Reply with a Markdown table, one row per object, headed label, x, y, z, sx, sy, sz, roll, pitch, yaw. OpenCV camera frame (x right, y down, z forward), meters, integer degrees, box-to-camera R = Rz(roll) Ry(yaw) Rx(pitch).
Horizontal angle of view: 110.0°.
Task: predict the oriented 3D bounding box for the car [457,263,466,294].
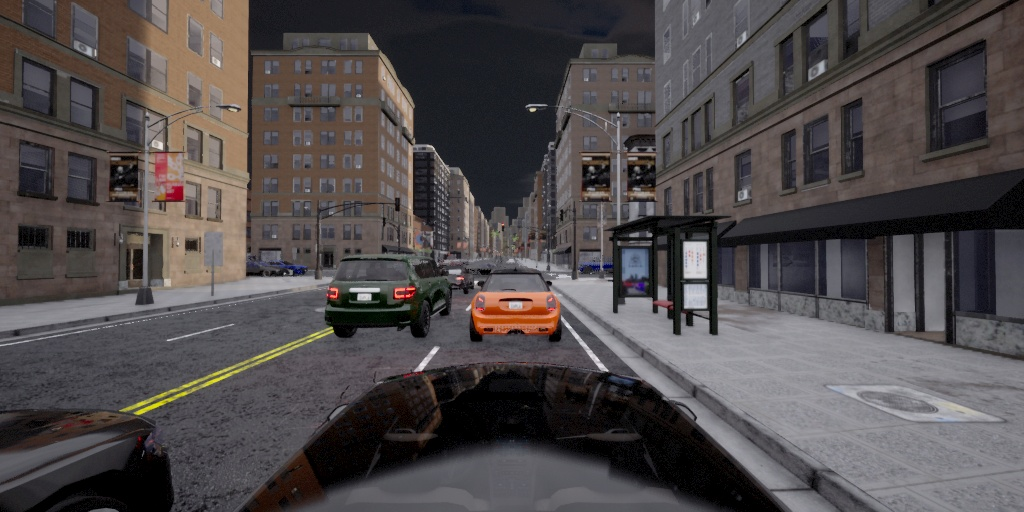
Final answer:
| label | x | y | z | sx | sy | sz | roll | pitch | yaw |
| --- | --- | --- | --- | --- | --- | --- | --- | --- | --- |
| car | -3.202 | 1.283 | 20.080 | 1.812 | 1.442 | 4.674 | 0 | 0 | 0 |

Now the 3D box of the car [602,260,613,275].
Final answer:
| label | x | y | z | sx | sy | sz | roll | pitch | yaw |
| --- | --- | --- | --- | --- | --- | --- | --- | --- | --- |
| car | 12.974 | 1.385 | 38.909 | 5.357 | 1.411 | 2.033 | 0 | -1 | -3 |

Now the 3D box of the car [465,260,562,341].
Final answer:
| label | x | y | z | sx | sy | sz | roll | pitch | yaw |
| --- | --- | --- | --- | --- | --- | --- | --- | --- | --- |
| car | 0.079 | 1.105 | 9.988 | 2.097 | 1.767 | 4.553 | 0 | 0 | 0 |

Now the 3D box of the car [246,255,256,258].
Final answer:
| label | x | y | z | sx | sy | sz | roll | pitch | yaw |
| --- | --- | --- | --- | --- | --- | --- | --- | --- | --- |
| car | -30.401 | 0.914 | 38.647 | 5.566 | 2.045 | 2.150 | 0 | -1 | 0 |

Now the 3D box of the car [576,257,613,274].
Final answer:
| label | x | y | z | sx | sy | sz | roll | pitch | yaw |
| --- | --- | --- | --- | --- | --- | --- | --- | --- | --- |
| car | 10.390 | 1.096 | 42.164 | 5.566 | 2.045 | 2.150 | 0 | -1 | 0 |

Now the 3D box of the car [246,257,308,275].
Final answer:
| label | x | y | z | sx | sy | sz | roll | pitch | yaw |
| --- | --- | --- | --- | --- | --- | --- | --- | --- | --- |
| car | -22.793 | 1.152 | 35.228 | 5.008 | 1.535 | 1.882 | 0 | -1 | 0 |

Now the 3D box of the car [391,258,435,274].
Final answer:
| label | x | y | z | sx | sy | sz | roll | pitch | yaw |
| --- | --- | --- | --- | --- | --- | --- | --- | --- | --- |
| car | -11.481 | 1.154 | 41.987 | 4.553 | 1.767 | 2.097 | 0 | -1 | 0 |

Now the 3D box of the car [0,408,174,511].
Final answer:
| label | x | y | z | sx | sy | sz | roll | pitch | yaw |
| --- | --- | --- | --- | --- | --- | --- | --- | --- | --- |
| car | -3.144 | 1.241 | 0.336 | 2.128 | 1.511 | 4.902 | 0 | 0 | 0 |

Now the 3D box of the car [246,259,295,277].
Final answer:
| label | x | y | z | sx | sy | sz | roll | pitch | yaw |
| --- | --- | --- | --- | --- | --- | --- | --- | --- | --- |
| car | -22.923 | 1.177 | 31.978 | 5.357 | 1.411 | 2.033 | 0 | -1 | 0 |

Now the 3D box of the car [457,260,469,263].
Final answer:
| label | x | y | z | sx | sy | sz | roll | pitch | yaw |
| --- | --- | --- | --- | --- | --- | --- | --- | --- | --- |
| car | -2.704 | 1.346 | 34.782 | 4.718 | 1.301 | 1.895 | 1 | -1 | -41 |

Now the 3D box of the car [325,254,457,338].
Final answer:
| label | x | y | z | sx | sy | sz | roll | pitch | yaw |
| --- | --- | --- | --- | --- | --- | --- | --- | --- | --- |
| car | -3.173 | 0.975 | 10.373 | 2.150 | 2.045 | 5.566 | 0 | 0 | 0 |
